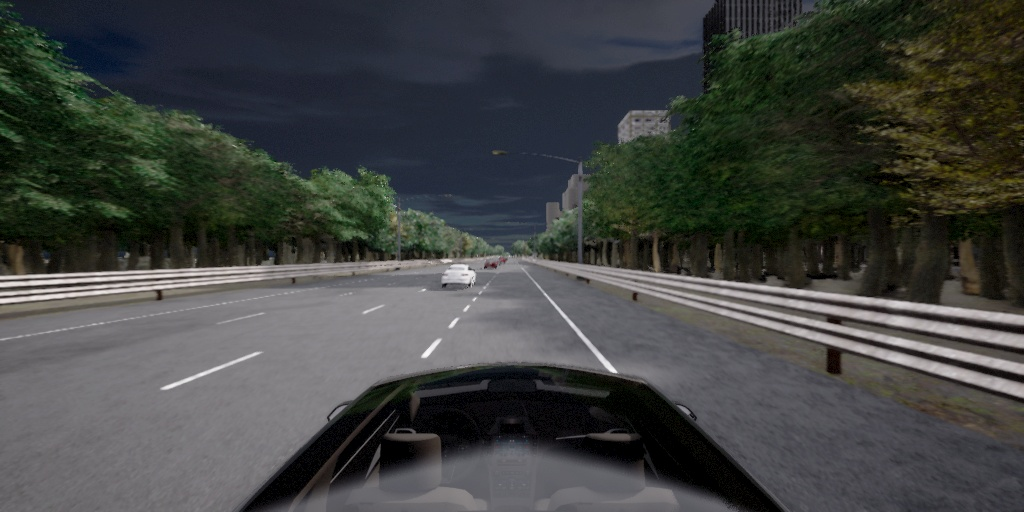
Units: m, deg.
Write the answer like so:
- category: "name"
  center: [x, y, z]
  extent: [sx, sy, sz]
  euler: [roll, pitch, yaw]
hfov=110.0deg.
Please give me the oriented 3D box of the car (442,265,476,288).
- category: "car"
  center: [-3.487, 1.308, 24.018]
  extent: [1.812, 1.442, 4.674]
  euler: [0, 0, 0]

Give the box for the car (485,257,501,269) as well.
- category: "car"
  center: [-3.468, 1.206, 61.085]
  extent: [2.097, 1.767, 4.553]
  euler: [0, 0, 0]
